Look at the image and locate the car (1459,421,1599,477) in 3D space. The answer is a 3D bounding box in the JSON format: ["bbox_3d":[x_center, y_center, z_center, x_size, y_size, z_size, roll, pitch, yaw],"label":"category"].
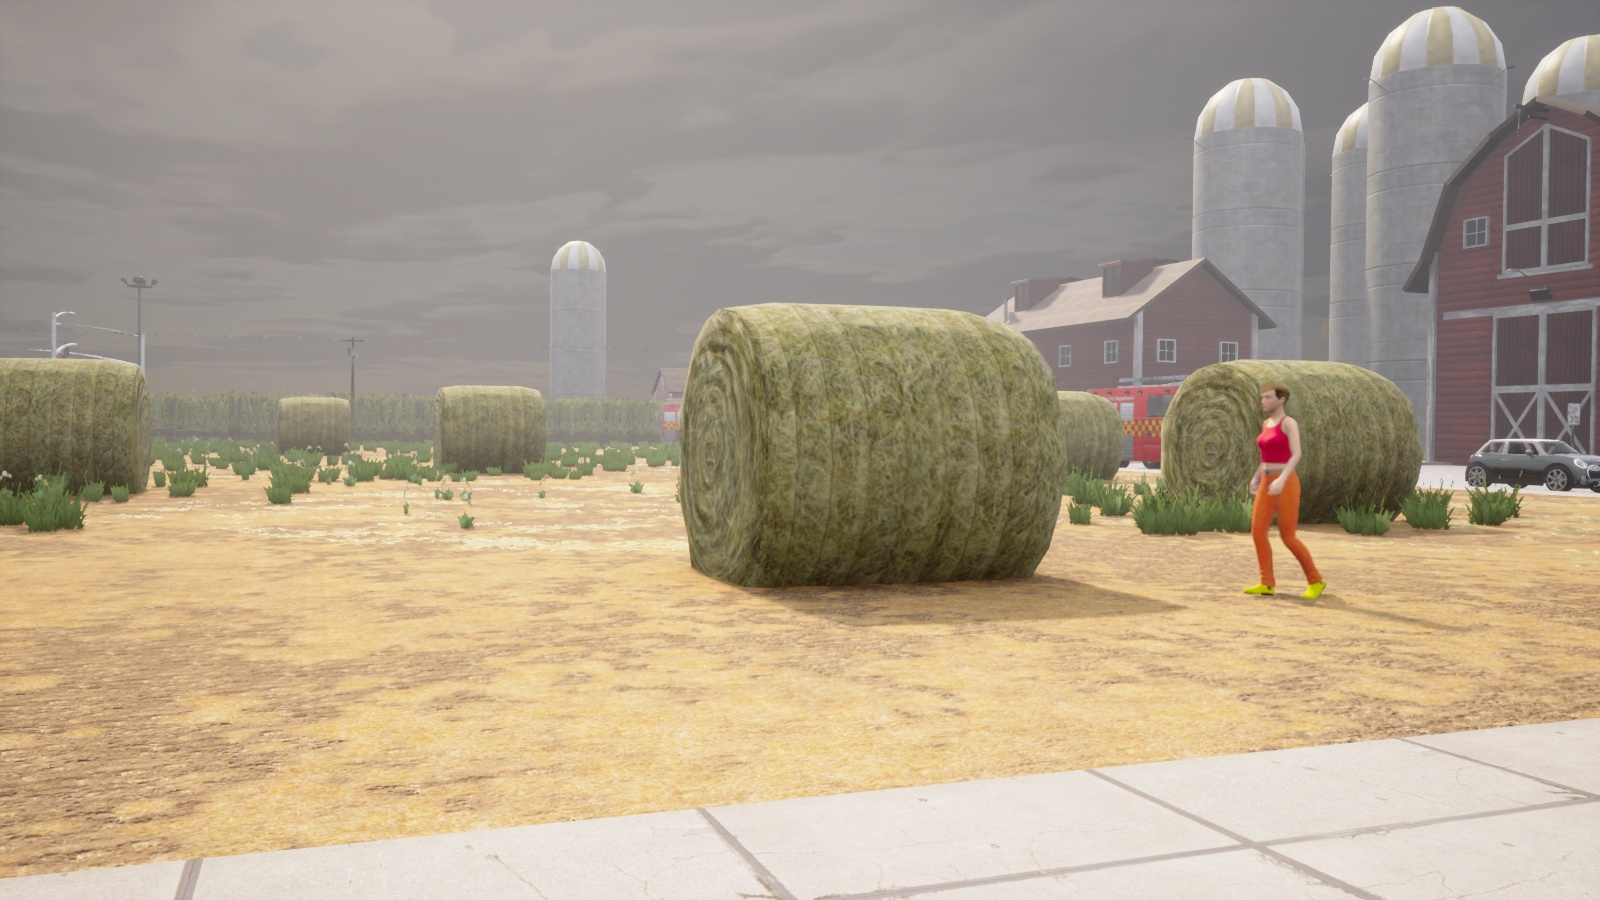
[{"bbox_3d":[20.982,-0.067,35.478,1.970,1.475,3.806,-1,1,-22],"label":"car"}]

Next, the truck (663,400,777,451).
[{"bbox_3d":[-6.208,-1.875,96.478,8.468,3.827,2.891,-1,0,-8],"label":"truck"}]

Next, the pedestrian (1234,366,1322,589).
[{"bbox_3d":[4.017,0.218,10.572,0.594,1.836,0.345,-1,1,-12],"label":"pedestrian"}]

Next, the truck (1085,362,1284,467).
[{"bbox_3d":[15.083,-1.388,50.131,2.891,3.827,8.468,-2,1,-22],"label":"truck"}]
